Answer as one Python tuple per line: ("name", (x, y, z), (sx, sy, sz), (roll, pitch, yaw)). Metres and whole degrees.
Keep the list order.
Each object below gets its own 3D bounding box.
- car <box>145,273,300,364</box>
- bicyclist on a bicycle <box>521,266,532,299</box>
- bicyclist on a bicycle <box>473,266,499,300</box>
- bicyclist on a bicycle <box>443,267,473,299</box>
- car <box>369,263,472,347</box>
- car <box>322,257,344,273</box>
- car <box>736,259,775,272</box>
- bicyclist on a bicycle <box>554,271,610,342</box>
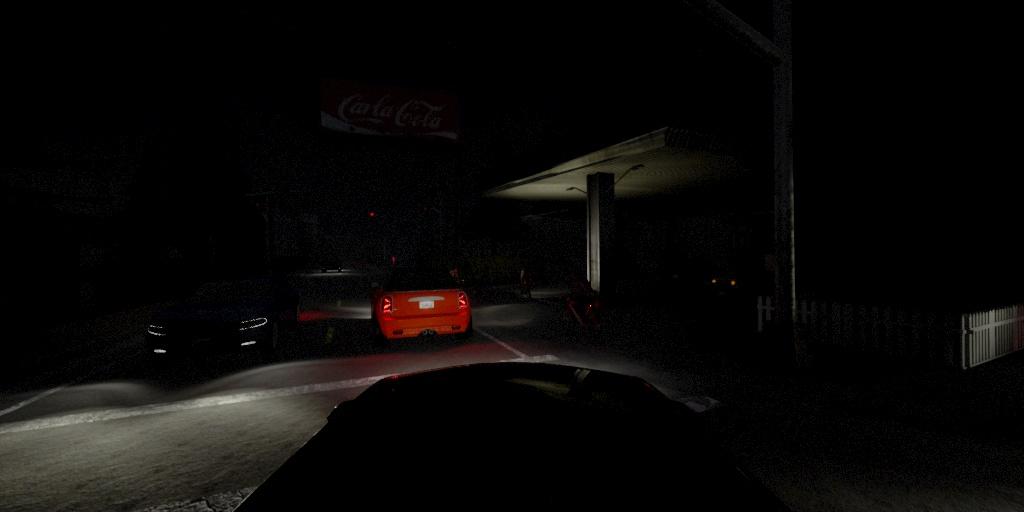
("car", (-6.294, 1.203, 8.382), (1.882, 1.535, 5.008), (0, 0, -24))
("bicyclist on a bicycle", (0.708, 1.321, 17.910), (0.582, 1.620, 1.656), (-1, 0, 16))
("bicyclist on a bicycle", (-1.400, 1.330, 17.785), (1.656, 1.620, 0.582), (0, 0, -21))
("bicyclist on a bicycle", (-2.701, 1.303, 16.397), (1.656, 1.620, 0.582), (1, 0, 37))
("car", (-2.586, 1.047, 9.470), (2.097, 1.767, 4.553), (0, 0, -22))
("car", (-23.930, 1.142, 47.732), (2.150, 2.045, 5.566), (0, 0, -25))
("car", (35.089, 1.115, 51.443), (4.892, 1.490, 1.837), (0, 0, -24))
("bicyclist on a bicycle", (1.666, 1.196, 8.705), (0.582, 1.620, 1.656), (3, -2, -43))
